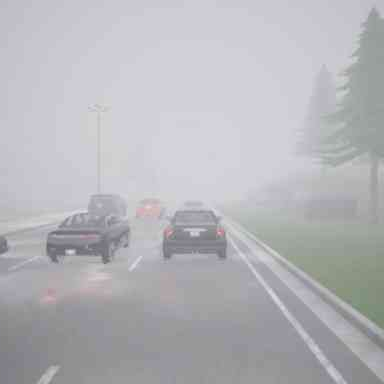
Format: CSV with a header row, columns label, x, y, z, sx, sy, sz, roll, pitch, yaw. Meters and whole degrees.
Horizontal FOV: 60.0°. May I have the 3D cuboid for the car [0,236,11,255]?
label,x,y,z,sx,sy,sz,roll,pitch,yaw
car,-6.913,1.527,8.478,2.033,1.411,5.357,0,0,0

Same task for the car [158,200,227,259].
label,x,y,z,sx,sy,sz,roll,pitch,yaw
car,0.093,1.322,12.558,2.097,1.767,4.553,0,0,0

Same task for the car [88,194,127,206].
label,x,y,z,sx,sy,sz,roll,pitch,yaw
car,-6.902,1.155,27.536,2.150,2.045,5.566,0,0,0

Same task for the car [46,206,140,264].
label,x,y,z,sx,sy,sz,roll,pitch,yaw
car,-3.408,1.464,11.770,2.128,1.511,4.902,0,0,0

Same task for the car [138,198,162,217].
label,x,y,z,sx,sy,sz,roll,pitch,yaw
car,-3.403,1.283,28.288,2.097,1.767,4.553,0,0,0

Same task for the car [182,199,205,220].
label,x,y,z,sx,sy,sz,roll,pitch,yaw
car,0.099,1.435,28.567,1.837,1.490,4.892,0,0,0
